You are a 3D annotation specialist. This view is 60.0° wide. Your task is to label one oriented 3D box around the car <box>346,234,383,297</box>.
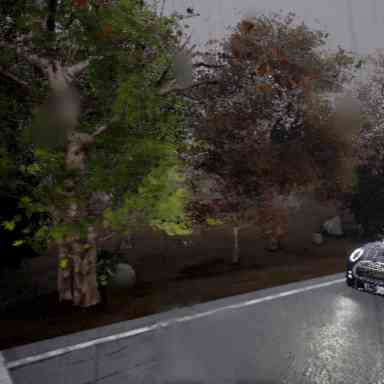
[{"bbox_3d":[5.768,1.479,8.078,4.553,1.767,2.097,2,-1,-35],"label":"car"}]
